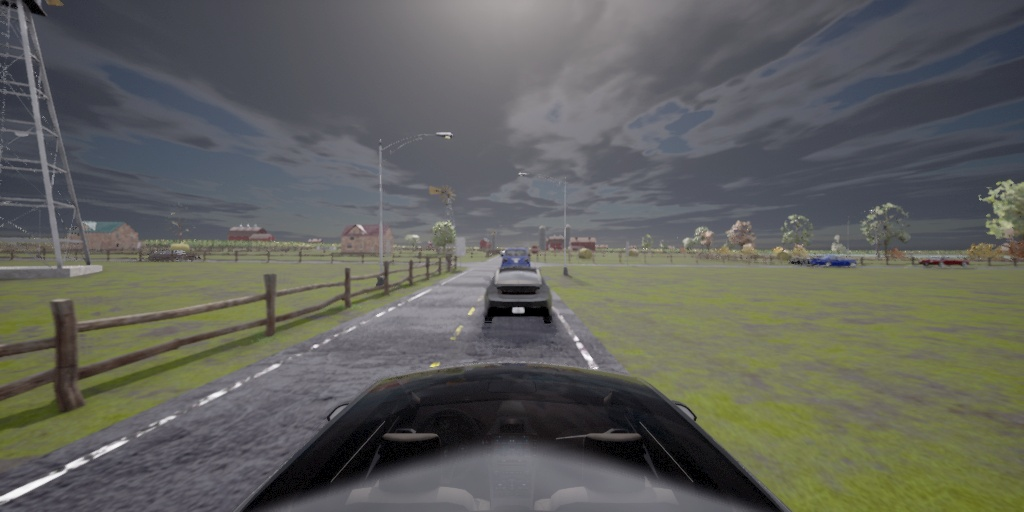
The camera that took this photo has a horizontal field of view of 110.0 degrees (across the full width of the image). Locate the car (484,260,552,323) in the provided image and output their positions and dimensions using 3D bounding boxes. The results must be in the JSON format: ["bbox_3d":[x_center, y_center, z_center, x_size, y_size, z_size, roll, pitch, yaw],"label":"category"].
[{"bbox_3d":[0.170,1.052,11.268,1.837,1.490,4.892,0,1,0],"label":"car"}]

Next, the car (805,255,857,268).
[{"bbox_3d":[40.845,0.668,45.573,5.008,1.535,1.882,0,1,0],"label":"car"}]

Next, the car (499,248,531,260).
[{"bbox_3d":[0.296,0.408,28.203,2.150,2.045,5.566,0,1,0],"label":"car"}]

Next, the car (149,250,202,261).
[{"bbox_3d":[-42.228,-0.061,45.045,5.357,1.411,2.033,1,1,0],"label":"car"}]

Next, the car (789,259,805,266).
[{"bbox_3d":[40.378,0.756,48.380,4.718,1.301,1.895,1,1,0],"label":"car"}]
